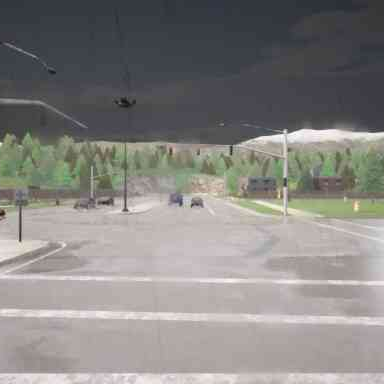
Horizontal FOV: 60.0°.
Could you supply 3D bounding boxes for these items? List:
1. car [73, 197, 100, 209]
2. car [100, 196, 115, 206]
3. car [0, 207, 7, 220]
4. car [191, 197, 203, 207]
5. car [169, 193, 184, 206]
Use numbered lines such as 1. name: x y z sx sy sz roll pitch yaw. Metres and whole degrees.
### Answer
1. car: -14.491 1.505 45.176 1.837 1.490 4.892 0 0 1
2. car: -14.323 1.478 55.486 1.882 1.535 5.008 0 0 1
3. car: -16.585 1.352 25.214 4.553 1.767 2.097 0 0 0
4. car: 0.791 1.547 52.090 2.033 1.411 5.357 0 0 1
5. car: -2.649 1.221 56.170 2.150 2.045 5.566 0 0 1
